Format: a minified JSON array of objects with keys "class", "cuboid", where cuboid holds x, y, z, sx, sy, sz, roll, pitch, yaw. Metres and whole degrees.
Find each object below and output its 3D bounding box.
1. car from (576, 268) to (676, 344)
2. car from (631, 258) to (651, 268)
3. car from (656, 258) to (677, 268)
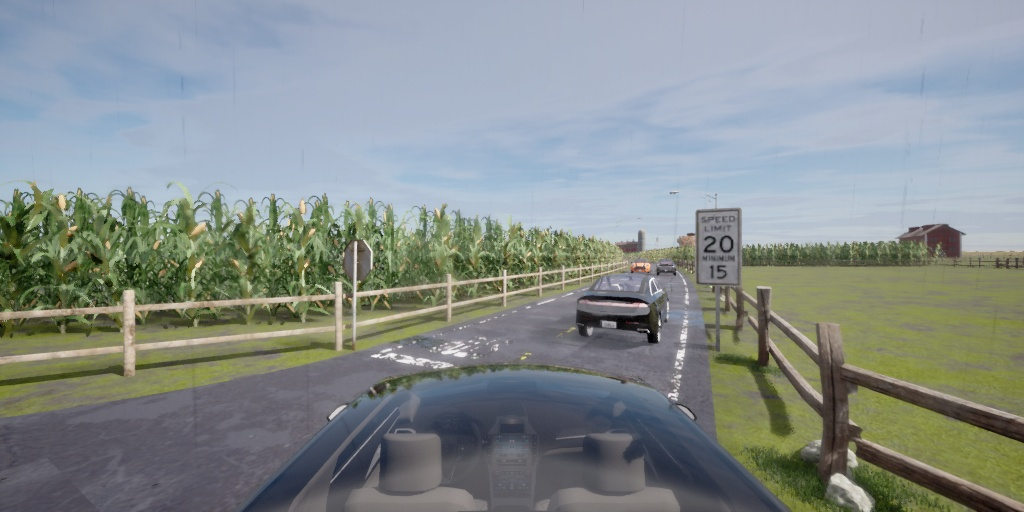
[{"class":"car","cuboid":[3.170,1.244,9.776,2.128,1.511,4.902,0,0,27]},{"class":"car","cuboid":[15.432,1.099,42.909,2.097,1.767,4.553,0,0,22]},{"class":"car","cuboid":[16.256,1.244,37.710,2.128,1.511,4.902,0,0,24]}]
